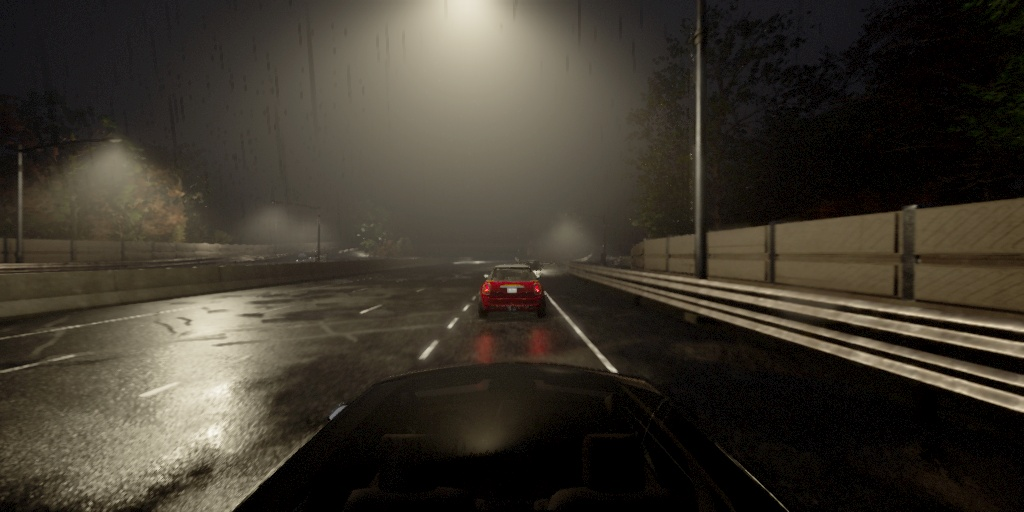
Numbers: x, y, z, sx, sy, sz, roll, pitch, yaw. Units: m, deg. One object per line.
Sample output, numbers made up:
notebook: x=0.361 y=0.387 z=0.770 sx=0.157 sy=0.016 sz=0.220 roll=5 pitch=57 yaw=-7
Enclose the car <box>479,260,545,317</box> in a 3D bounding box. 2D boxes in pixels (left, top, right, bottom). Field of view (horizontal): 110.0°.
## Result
car: x=0.004 y=1.078 z=13.193 sx=2.097 sy=1.767 sz=4.553 roll=0 pitch=0 yaw=0
